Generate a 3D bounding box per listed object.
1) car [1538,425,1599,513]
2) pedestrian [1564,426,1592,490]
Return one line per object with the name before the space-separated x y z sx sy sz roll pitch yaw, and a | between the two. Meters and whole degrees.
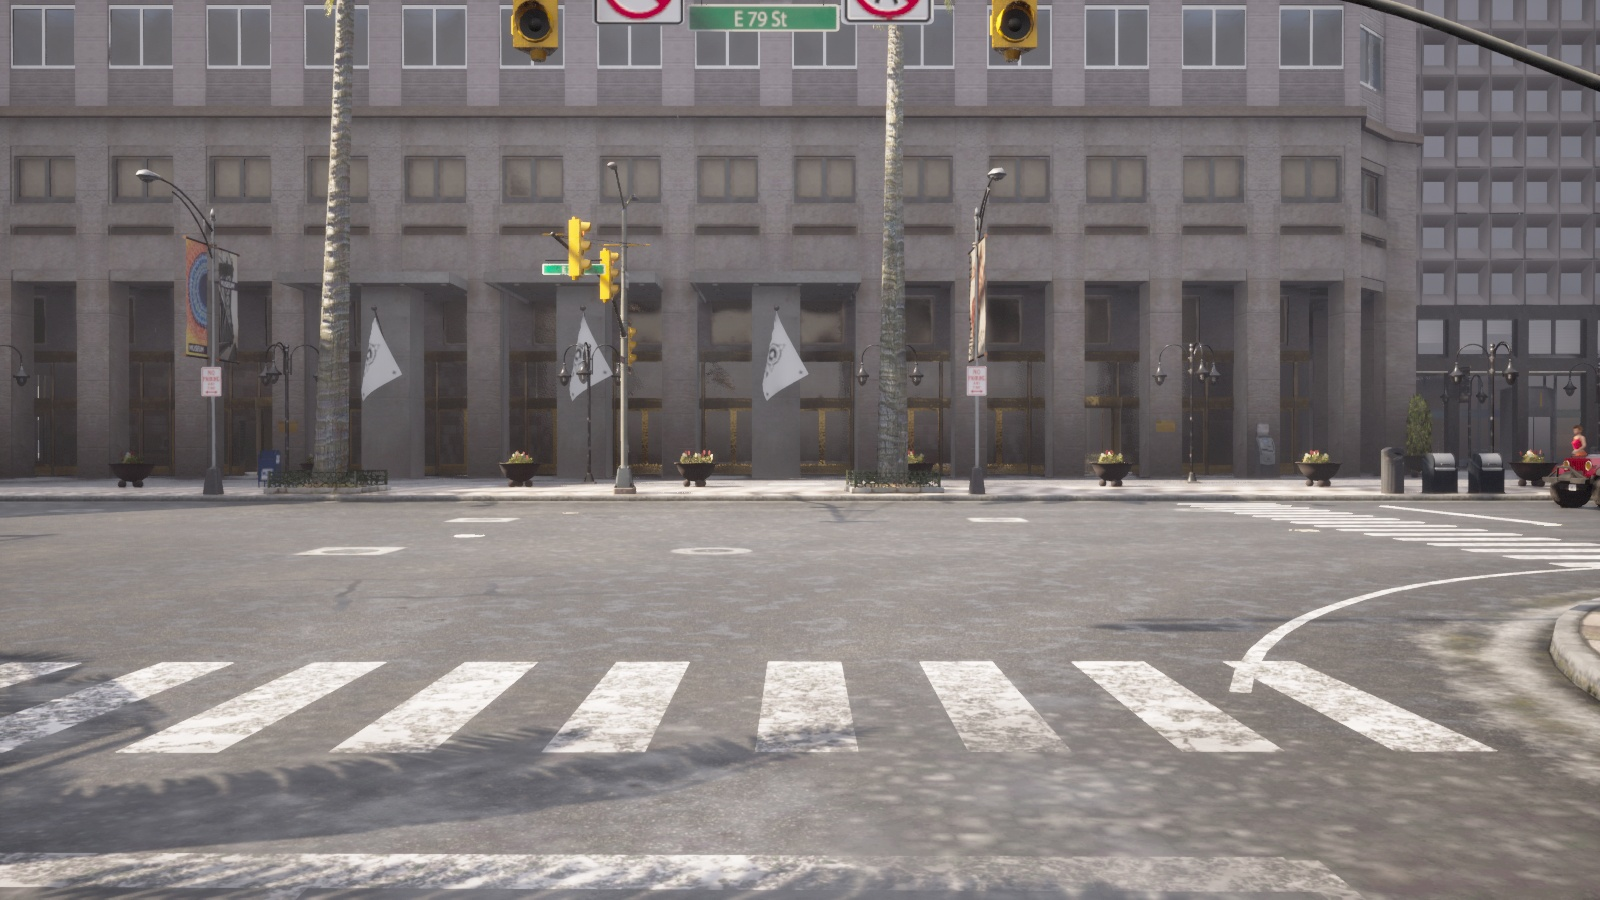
car | 18.784 0.401 27.708 3.866 1.878 1.905 0 0 1
pedestrian | 22.444 0.217 36.221 0.594 1.836 0.345 0 0 -6
